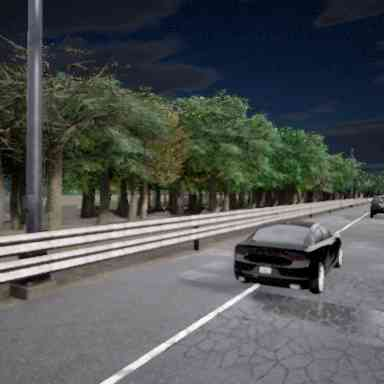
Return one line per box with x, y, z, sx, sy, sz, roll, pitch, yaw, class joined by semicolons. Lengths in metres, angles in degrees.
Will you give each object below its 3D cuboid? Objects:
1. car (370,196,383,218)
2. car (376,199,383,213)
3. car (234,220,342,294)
18.396;1.395;31.815;2.150;2.045;5.566;0;0;32;car
23.749;1.716;40.593;1.882;1.535;5.008;0;0;32;car
2.849;1.510;9.119;1.882;1.535;5.008;0;0;32;car
